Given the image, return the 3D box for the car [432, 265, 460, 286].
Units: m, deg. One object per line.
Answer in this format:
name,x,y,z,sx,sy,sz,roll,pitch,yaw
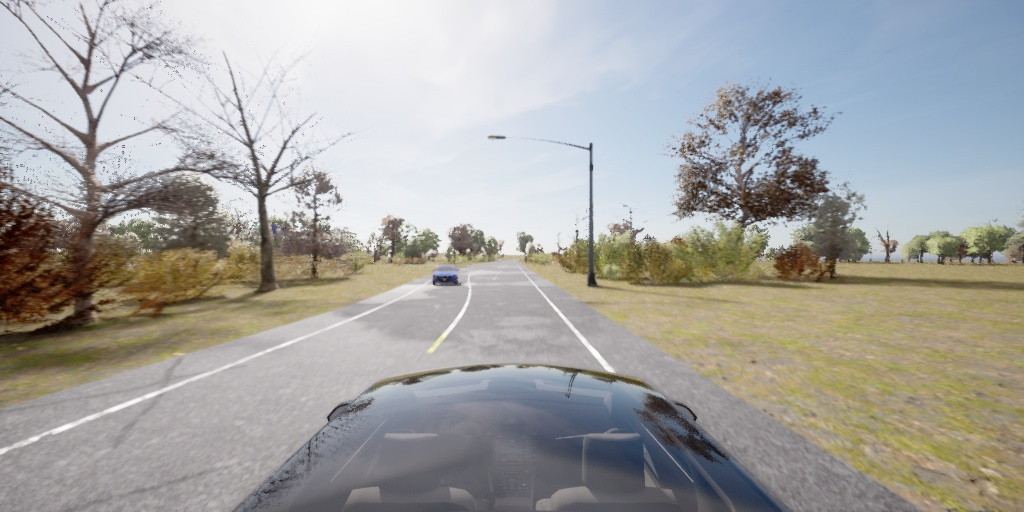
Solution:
car,-5.168,1.444,28.313,1.882,1.535,5.008,0,-1,-7
